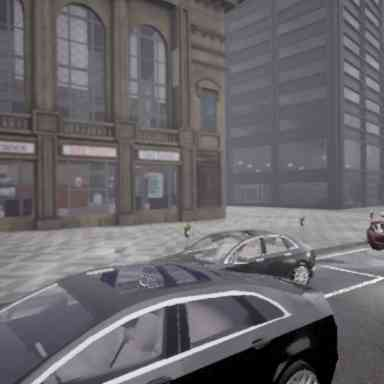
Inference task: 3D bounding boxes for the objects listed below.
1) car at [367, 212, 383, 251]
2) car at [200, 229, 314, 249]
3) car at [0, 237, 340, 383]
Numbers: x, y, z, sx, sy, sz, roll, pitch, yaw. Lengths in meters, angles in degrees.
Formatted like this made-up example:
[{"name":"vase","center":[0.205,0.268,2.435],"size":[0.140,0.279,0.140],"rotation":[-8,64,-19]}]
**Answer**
[{"name":"car","center":[8.902,1.299,13.017],"size":[5.009,1.841,2.192],"rotation":[0,-1,-36]},{"name":"car","center":[0.949,1.547,7.338],"size":[4.403,1.369,2.008],"rotation":[0,-1,-36]},{"name":"car","center":[-0.699,1.492,2.876],"size":[4.902,1.511,2.128],"rotation":[0,0,-35]}]
